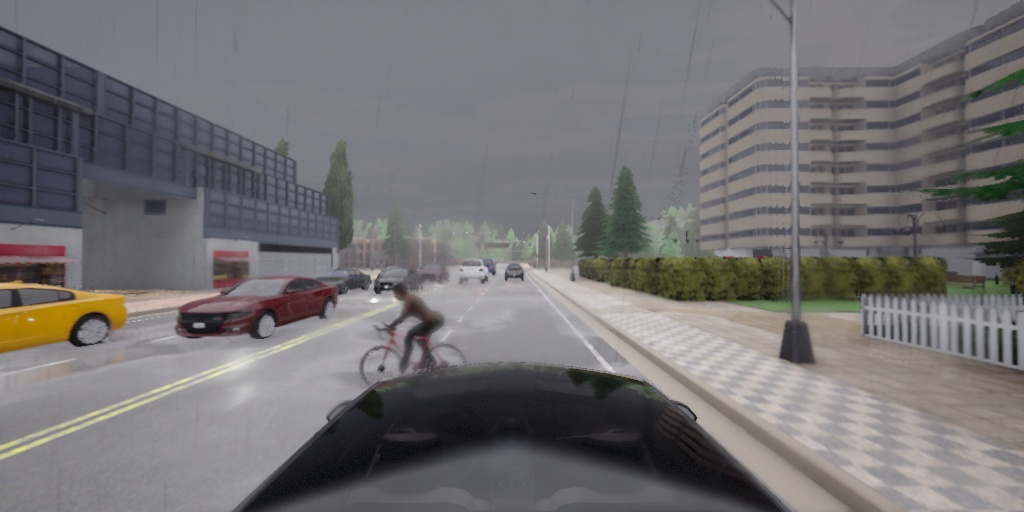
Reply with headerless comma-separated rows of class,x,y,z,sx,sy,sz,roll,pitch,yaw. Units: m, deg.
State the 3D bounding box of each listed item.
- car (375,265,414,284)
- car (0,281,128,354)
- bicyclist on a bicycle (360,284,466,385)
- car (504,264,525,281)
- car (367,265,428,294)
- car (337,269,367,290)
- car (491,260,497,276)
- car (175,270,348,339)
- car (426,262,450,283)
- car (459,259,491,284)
car,-10.387,1.599,32.177,1.837,1.490,4.892,0,0,1
car,-10.582,1.283,6.836,1.882,1.535,5.008,0,-1,0
bicyclist on a bicycle,-1.533,1.246,5.513,1.656,1.620,0.582,-2,-1,0
car,0.236,1.628,35.618,2.128,1.511,4.902,0,-1,0
car,-6.912,1.488,22.199,1.837,1.490,4.892,0,-1,0
car,-10.413,1.528,22.102,2.033,1.411,5.357,0,-1,1
car,-3.230,1.481,46.400,2.150,2.045,5.566,0,-1,1
car,-7.063,1.327,10.605,1.882,1.535,5.008,0,-1,0
car,-6.897,1.442,31.672,2.097,1.767,4.553,0,-1,1
car,-3.297,1.312,31.508,2.150,2.045,5.566,0,-1,0
